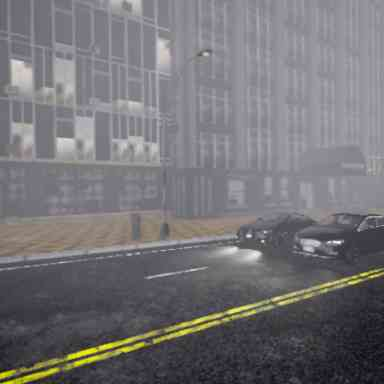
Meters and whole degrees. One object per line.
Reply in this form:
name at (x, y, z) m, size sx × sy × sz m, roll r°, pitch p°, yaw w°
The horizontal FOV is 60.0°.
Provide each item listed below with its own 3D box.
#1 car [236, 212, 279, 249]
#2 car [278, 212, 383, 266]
car at (3.895, 1.562, 14.445) m, size 4.181 × 1.385 × 1.994 m, roll 0°, pitch 0°, yaw -35°
car at (5.585, 1.490, 11.659) m, size 4.902 × 1.511 × 2.128 m, roll 0°, pitch 0°, yaw -35°
